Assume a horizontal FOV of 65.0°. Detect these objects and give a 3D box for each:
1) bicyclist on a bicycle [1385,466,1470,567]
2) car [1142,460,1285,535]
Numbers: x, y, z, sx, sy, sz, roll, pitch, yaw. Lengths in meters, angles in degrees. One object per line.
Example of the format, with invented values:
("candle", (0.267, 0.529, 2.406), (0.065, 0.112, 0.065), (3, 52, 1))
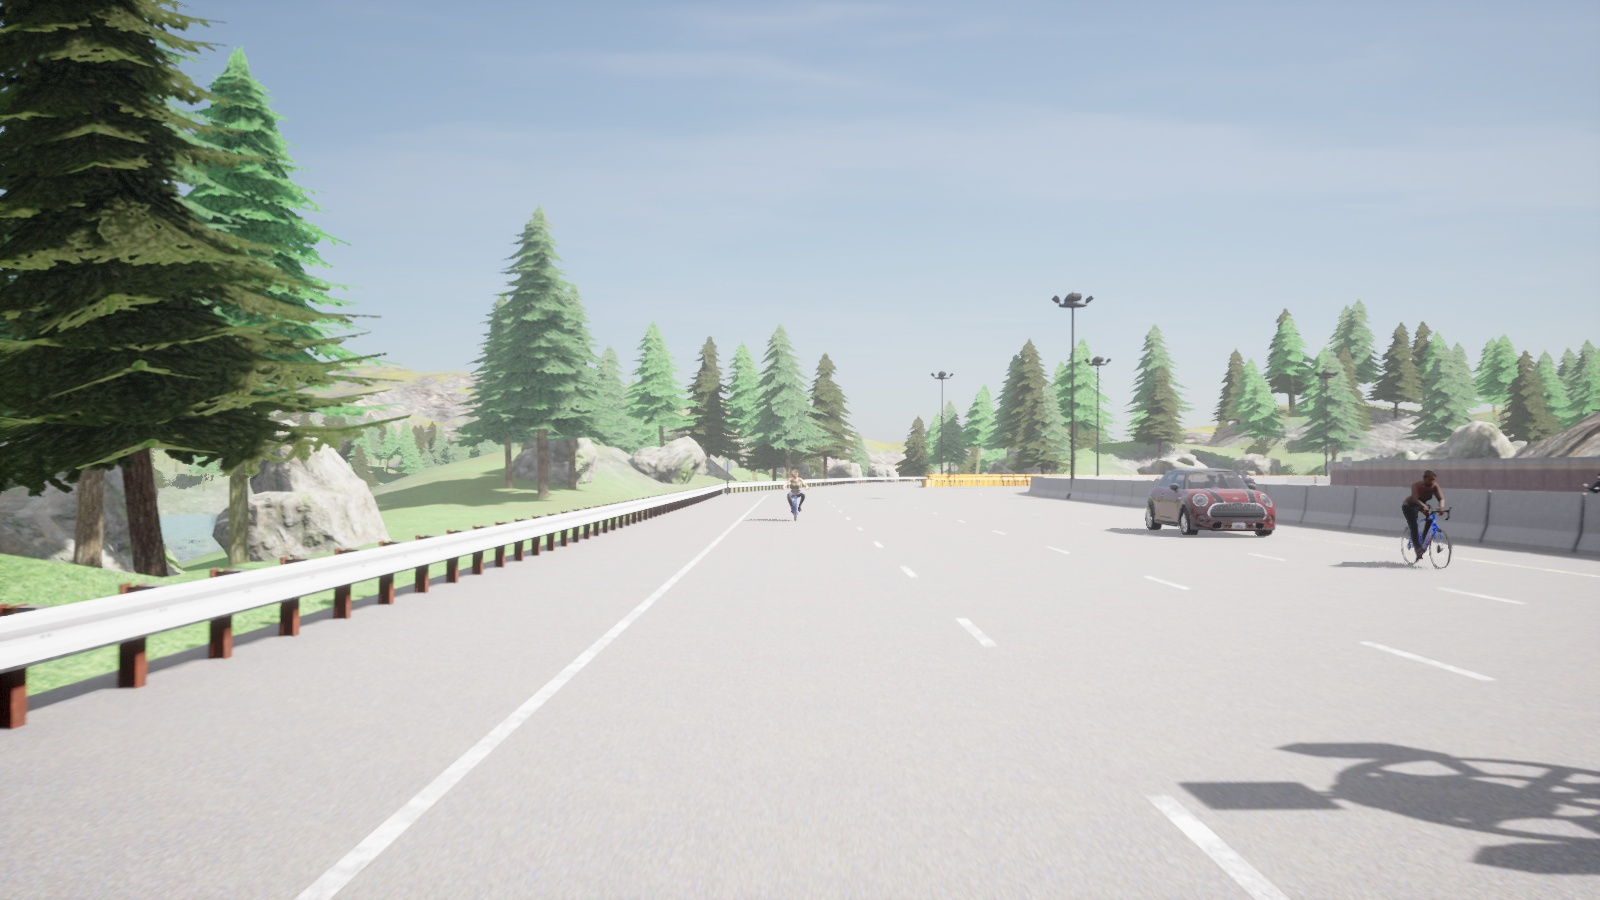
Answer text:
("bicyclist on a bicycle", (10.449, 1.076, 20.962), (0.582, 1.620, 1.656), (0, -1, 0))
("car", (10.403, 1.167, 31.974), (2.097, 1.767, 4.553), (0, -1, 0))
